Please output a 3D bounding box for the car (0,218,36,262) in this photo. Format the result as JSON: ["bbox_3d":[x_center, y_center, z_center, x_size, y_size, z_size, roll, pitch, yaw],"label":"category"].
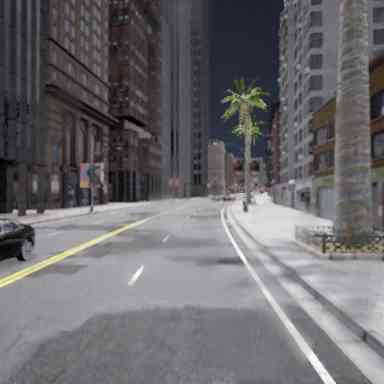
[{"bbox_3d":[-6.437,1.545,9.776,2.128,1.511,4.902,0,0,1],"label":"car"}]

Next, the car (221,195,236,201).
[{"bbox_3d":[9.323,1.496,85.619,2.097,1.767,4.553,0,0,12],"label":"car"}]

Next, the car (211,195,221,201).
[{"bbox_3d":[6.144,1.688,86.294,2.033,1.411,5.357,0,0,12],"label":"car"}]
